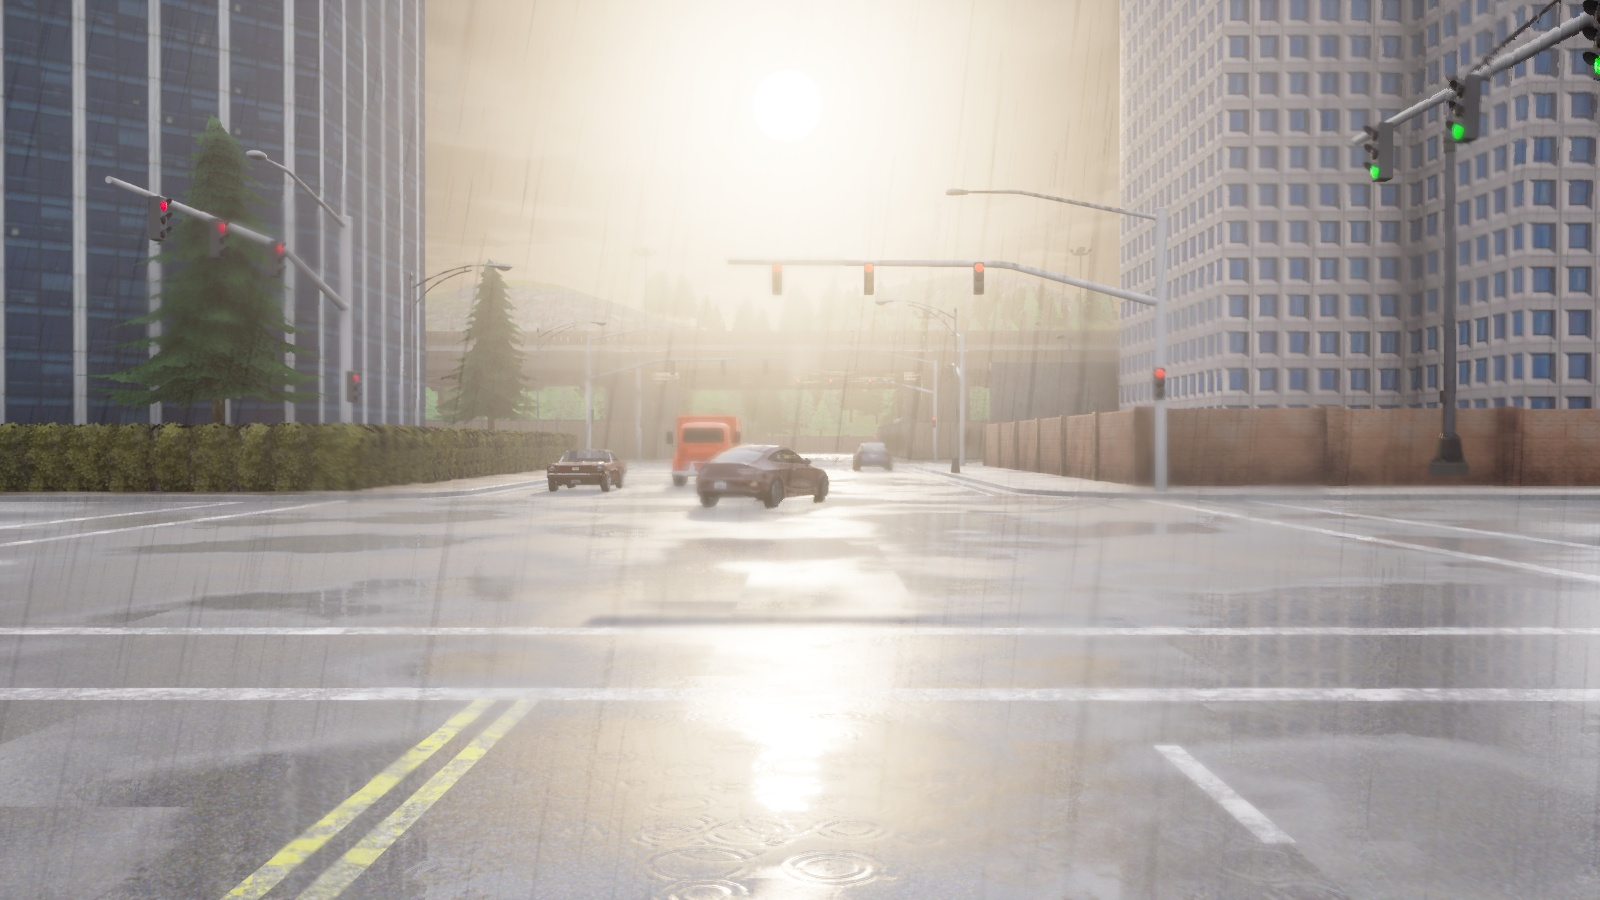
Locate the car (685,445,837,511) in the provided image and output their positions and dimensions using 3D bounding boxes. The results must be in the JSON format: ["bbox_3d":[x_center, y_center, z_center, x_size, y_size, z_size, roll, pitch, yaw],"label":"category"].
[{"bbox_3d":[-0.820,0.602,29.947,1.812,1.442,4.674,0,0,23],"label":"car"}]

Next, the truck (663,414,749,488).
[{"bbox_3d":[-3.246,0.006,44.496,2.627,2.467,5.204,0,0,0],"label":"truck"}]

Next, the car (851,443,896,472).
[{"bbox_3d":[3.876,0.370,67.134,2.163,1.488,4.792,0,0,0],"label":"car"}]

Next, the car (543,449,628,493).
[{"bbox_3d":[-6.769,0.615,40.157,1.895,1.301,4.718,0,0,0],"label":"car"}]
